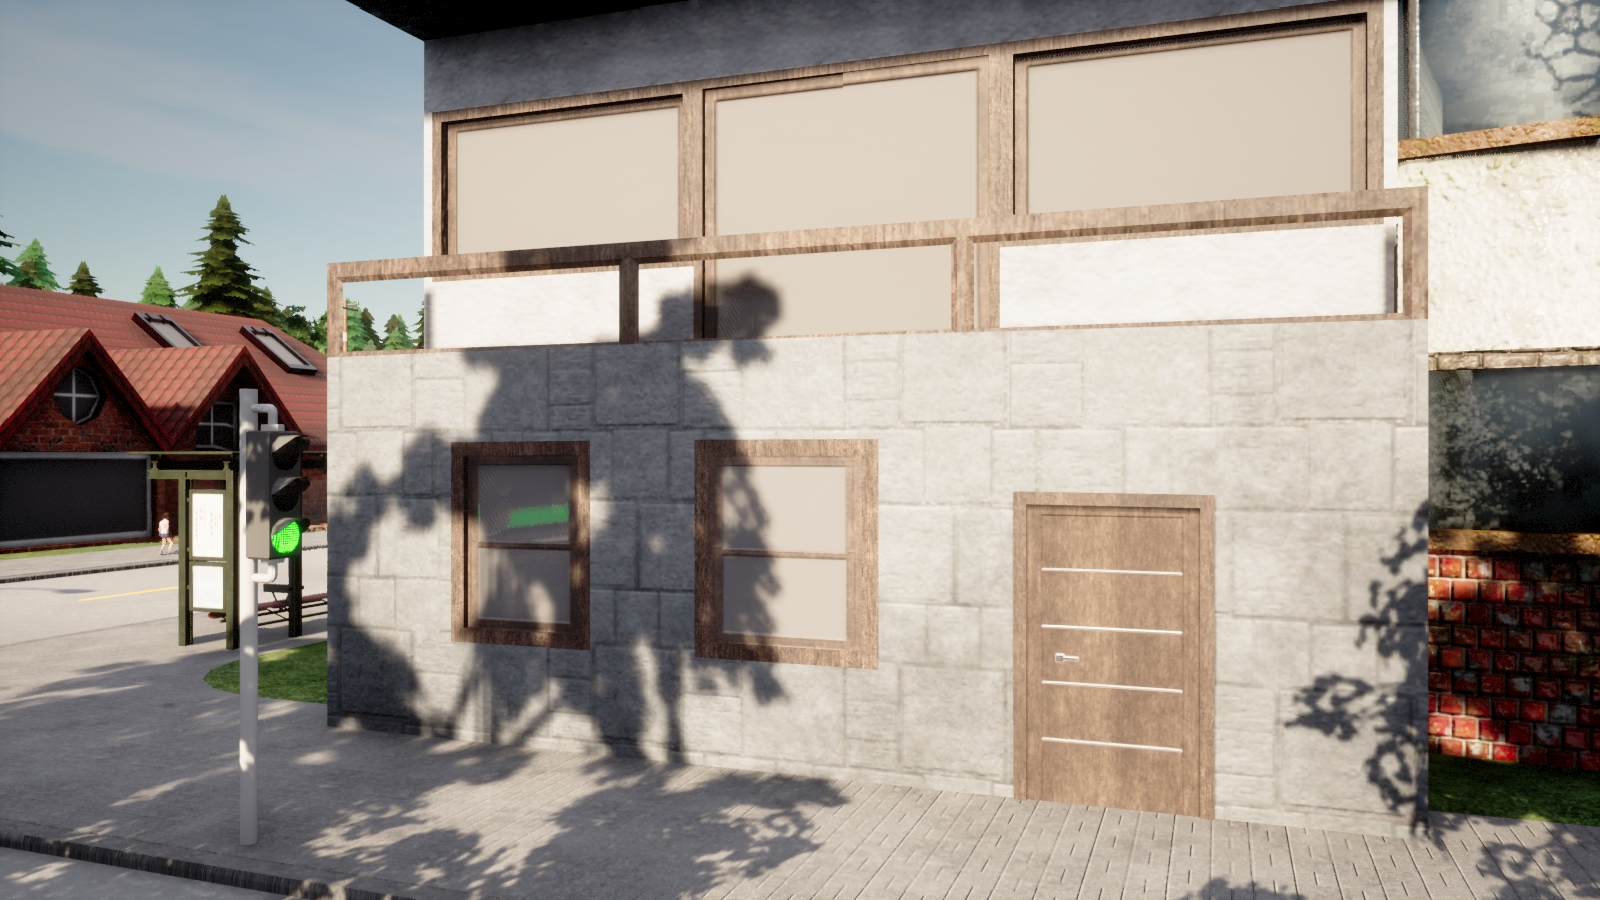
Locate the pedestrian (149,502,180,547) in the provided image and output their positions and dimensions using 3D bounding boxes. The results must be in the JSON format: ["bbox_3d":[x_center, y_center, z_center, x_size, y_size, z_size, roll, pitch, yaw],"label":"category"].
[{"bbox_3d":[-16.320,1.905,29.353,0.500,1.100,0.500,0,0,19],"label":"pedestrian"}]
